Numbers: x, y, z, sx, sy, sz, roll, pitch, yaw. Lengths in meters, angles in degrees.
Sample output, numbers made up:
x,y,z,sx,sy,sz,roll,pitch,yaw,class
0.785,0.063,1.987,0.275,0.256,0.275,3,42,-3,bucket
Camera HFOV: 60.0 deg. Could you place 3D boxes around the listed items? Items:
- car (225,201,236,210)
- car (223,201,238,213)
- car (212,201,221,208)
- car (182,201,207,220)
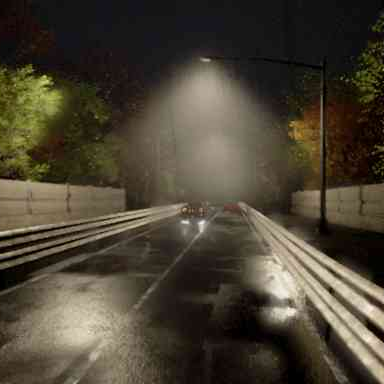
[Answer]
x,y,z,sx,sy,sz,roll,pitch,yaw,class
6.602,2.309,56.466,1.812,1.442,4.674,0,-1,7,car
5.353,2.054,46.231,1.882,1.535,5.008,0,-1,7,car
5.445,2.724,73.821,2.033,1.411,5.357,0,-2,7,car
0.319,1.691,32.561,2.097,1.767,4.553,0,-1,7,car
